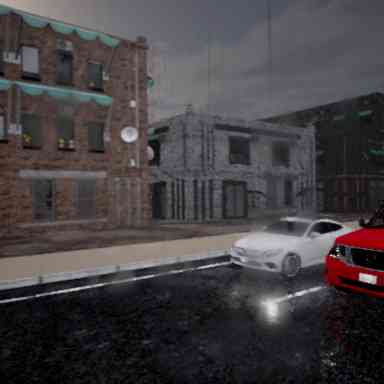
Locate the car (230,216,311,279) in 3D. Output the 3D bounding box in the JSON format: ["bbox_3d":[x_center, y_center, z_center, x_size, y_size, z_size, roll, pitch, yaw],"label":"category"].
[{"bbox_3d":[3.255,1.479,10.003,4.674,1.442,1.812,0,0,-36],"label":"car"}]

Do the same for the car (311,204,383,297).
[{"bbox_3d":[5.379,1.174,7.527,5.566,2.045,2.150,0,0,-36],"label":"car"}]
